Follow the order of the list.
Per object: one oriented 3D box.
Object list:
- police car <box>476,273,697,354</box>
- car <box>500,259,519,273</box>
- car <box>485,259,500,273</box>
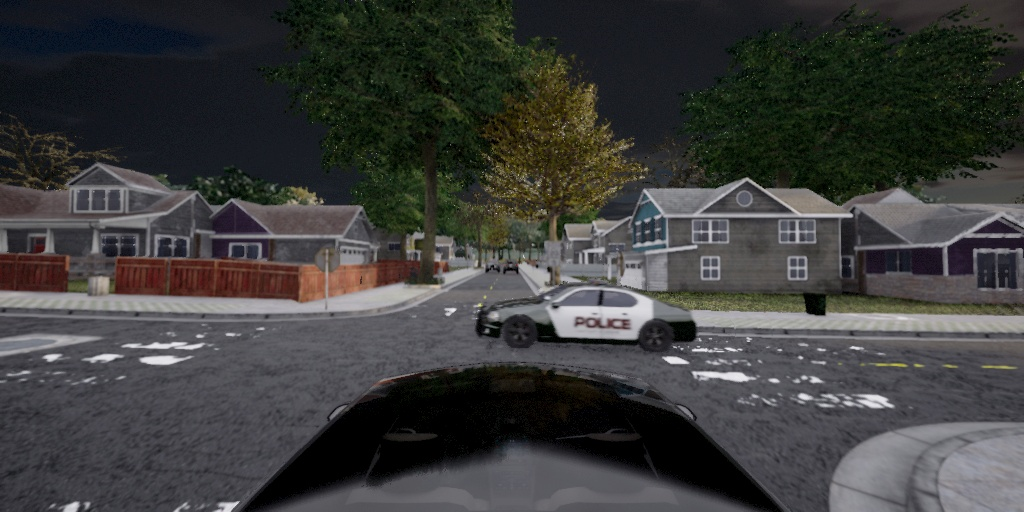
[{"bbox_3d":[1.682,1.390,8.818,4.974,1.542,2.038,2,0,0],"label":"police car"},{"bbox_3d":[-0.141,1.460,50.496,2.150,2.045,5.566,0,-1,0],"label":"car"},{"bbox_3d":[-2.905,1.509,55.434,2.150,2.045,5.566,0,-1,0],"label":"car"}]
